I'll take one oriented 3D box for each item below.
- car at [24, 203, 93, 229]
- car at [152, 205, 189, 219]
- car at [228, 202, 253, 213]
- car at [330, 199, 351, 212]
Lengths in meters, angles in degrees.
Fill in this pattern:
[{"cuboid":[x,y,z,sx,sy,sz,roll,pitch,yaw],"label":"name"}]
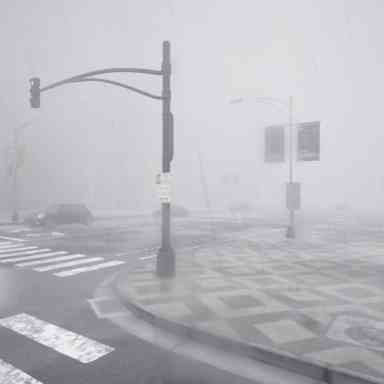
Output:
[{"cuboid":[-9.318,1.573,23.452,2.097,1.767,4.553,0,-1,35],"label":"car"},{"cuboid":[-2.105,1.964,33.653,1.994,1.385,4.181,0,-1,35],"label":"car"},{"cuboid":[6.779,2.133,46.162,1.837,1.490,4.892,0,-1,35],"label":"car"},{"cuboid":[24.538,2.382,54.115,2.128,1.511,4.902,0,-1,36],"label":"car"}]
